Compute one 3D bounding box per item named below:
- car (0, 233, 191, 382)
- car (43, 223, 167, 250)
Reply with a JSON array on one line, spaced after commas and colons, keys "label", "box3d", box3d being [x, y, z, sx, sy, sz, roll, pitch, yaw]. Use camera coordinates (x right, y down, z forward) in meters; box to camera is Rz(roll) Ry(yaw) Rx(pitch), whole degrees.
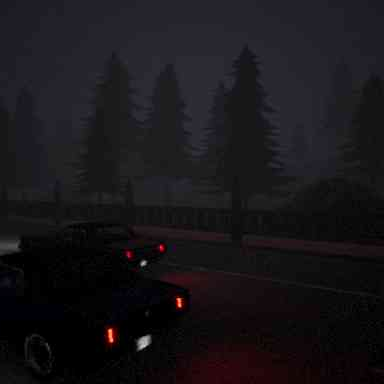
[{"label": "car", "box3d": [-2.455, 1.585, 5.401, 4.718, 1.301, 1.895, 0, 0, 33]}, {"label": "car", "box3d": [-3.136, 1.582, 10.021, 4.718, 1.301, 1.895, 0, 0, 33]}]
